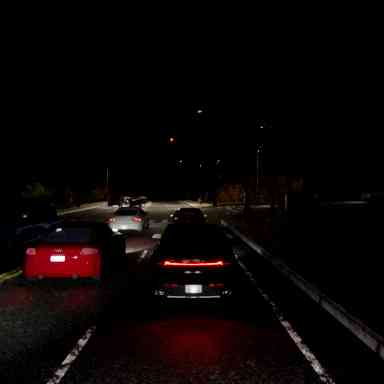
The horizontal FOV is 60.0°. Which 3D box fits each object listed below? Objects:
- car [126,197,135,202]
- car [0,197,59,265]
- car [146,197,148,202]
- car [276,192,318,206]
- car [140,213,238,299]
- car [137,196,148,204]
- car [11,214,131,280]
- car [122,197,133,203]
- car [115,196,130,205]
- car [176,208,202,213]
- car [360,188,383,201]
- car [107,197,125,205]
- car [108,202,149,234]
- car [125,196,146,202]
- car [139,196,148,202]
[{"bbox_3d":[-15.171,1.806,81.953,1.895,1.301,4.718,0,0,-8],"label":"car"},{"bbox_3d":[-6.710,1.229,12.047,2.150,2.045,5.566,0,0,-1],"label":"car"},{"bbox_3d":[-9.589,1.684,61.081,1.994,1.385,4.181,0,0,-5],"label":"car"},{"bbox_3d":[12.063,0.745,38.322,4.674,1.442,1.812,-3,0,-2],"label":"car"},{"bbox_3d":[0.013,1.509,8.446,1.837,1.490,4.892,0,0,0],"label":"car"},{"bbox_3d":[-10.556,1.683,71.054,2.128,1.511,4.902,0,0,-6],"label":"car"},{"bbox_3d":[-3.259,1.570,9.978,1.994,1.385,4.181,0,0,-1],"label":"car"},{"bbox_3d":[-13.901,1.714,71.708,1.994,1.385,4.181,0,0,-7],"label":"car"},{"bbox_3d":[-12.928,1.614,61.982,2.128,1.511,4.902,0,0,-5],"label":"car"},{"bbox_3d":[-0.179,1.561,17.853,2.033,1.411,5.357,0,0,-2],"label":"car"},{"bbox_3d":[22.132,0.286,38.780,4.674,1.442,1.812,-3,0,-3],"label":"car"},{"bbox_3d":[-12.128,1.615,52.893,1.812,1.442,4.674,0,0,-5],"label":"car"},{"bbox_3d":[-3.479,1.540,18.722,1.812,1.442,4.674,0,0,-3],"label":"car"},{"bbox_3d":[-8.811,1.578,52.228,2.128,1.511,4.902,0,0,-5],"label":"car"},{"bbox_3d":[-11.796,1.731,81.193,2.128,1.511,4.902,0,0,-7],"label":"car"}]
